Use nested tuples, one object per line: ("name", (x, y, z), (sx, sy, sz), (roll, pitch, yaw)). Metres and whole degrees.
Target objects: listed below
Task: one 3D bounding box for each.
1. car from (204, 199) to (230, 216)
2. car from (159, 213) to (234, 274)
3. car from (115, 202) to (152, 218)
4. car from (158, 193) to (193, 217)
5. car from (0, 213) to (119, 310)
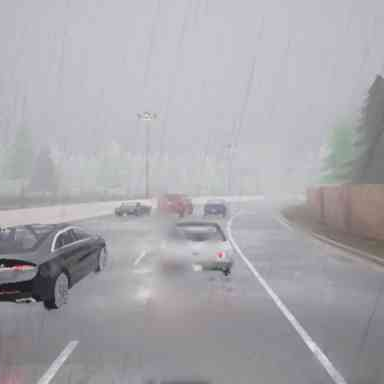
("car", (2.325, 1.398, 30.305), (1.882, 1.535, 5.008), (0, 0, 12))
("car", (0.128, 1.573, 10.398), (1.895, 1.301, 4.718), (0, 0, 0))
("car", (-5.048, 1.524, 29.352), (1.895, 1.301, 4.718), (0, 0, 11))
("car", (-1.387, 1.143, 29.879), (2.150, 2.045, 5.566), (0, 0, 12))
("car", (-3.387, 1.471, 7.754), (2.128, 1.511, 4.902), (0, 0, 0))
